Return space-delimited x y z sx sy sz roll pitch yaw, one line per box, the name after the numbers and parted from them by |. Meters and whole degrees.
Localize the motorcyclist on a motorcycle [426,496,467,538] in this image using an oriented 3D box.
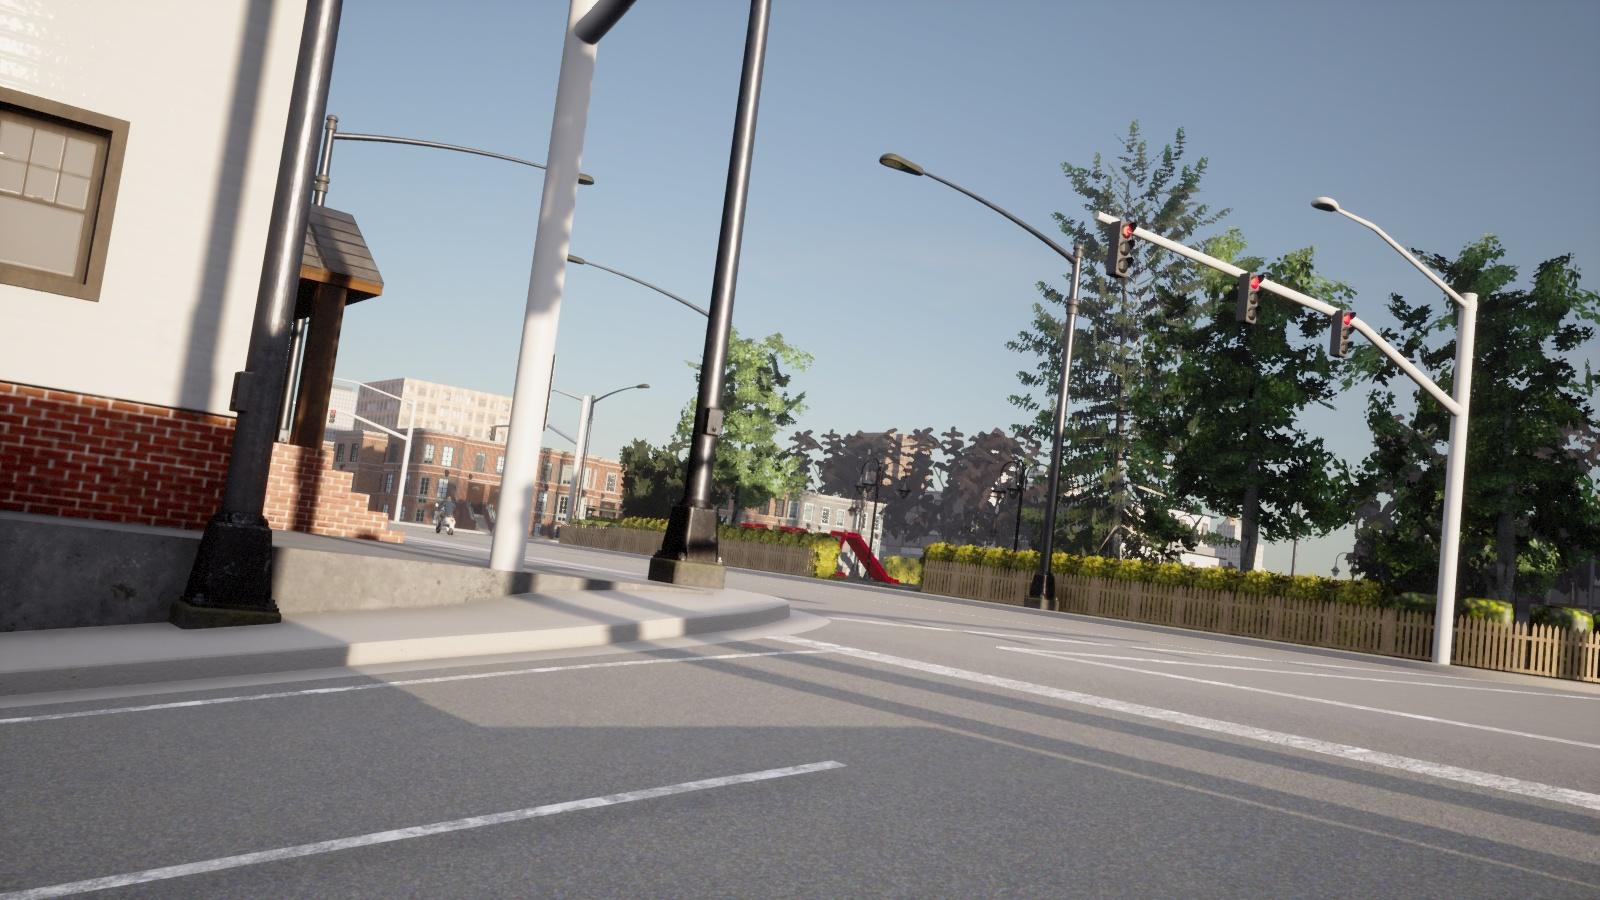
-14.745 2.788 52.391 0.866 1.590 1.817 10 -6 -35 | motorcyclist on a motorcycle
